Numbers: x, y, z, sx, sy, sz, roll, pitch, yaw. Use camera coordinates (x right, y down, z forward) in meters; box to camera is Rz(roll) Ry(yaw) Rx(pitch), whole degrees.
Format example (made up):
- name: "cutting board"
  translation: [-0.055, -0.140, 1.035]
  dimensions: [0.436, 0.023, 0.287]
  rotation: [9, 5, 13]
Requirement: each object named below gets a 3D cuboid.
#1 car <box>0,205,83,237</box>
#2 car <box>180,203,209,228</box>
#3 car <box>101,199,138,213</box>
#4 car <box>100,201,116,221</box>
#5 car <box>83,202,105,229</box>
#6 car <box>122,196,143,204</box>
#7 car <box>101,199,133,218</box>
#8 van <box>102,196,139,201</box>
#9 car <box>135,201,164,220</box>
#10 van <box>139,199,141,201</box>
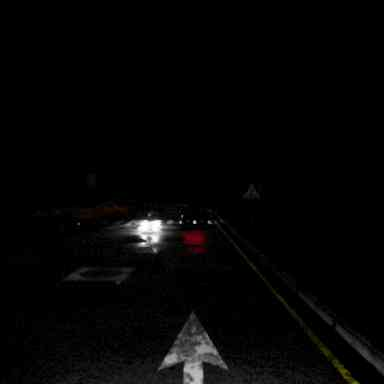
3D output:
- name: "car"
  translation: [-9.100, 1.706, 19.360]
  dimensions: [4.892, 1.521, 2.231]
  rotation: [-1, -1, -20]
- name: "car"
  translation: [0.193, 1.786, 24.594]
  dimensions: [1.837, 1.490, 4.892]
  rotation: [0, 0, 0]
- name: "car"
  translation: [-9.072, 1.875, 37.379]
  dimensions: [5.008, 1.535, 2.097]
  rotation: [-1, 0, -20]
- name: "car"
  translation: [-8.897, 1.770, 25.425]
  dimensions: [5.366, 1.575, 1.946]
  rotation: [-1, -1, -20]
- name: "car"
  translation: [-8.906, 1.735, 22.423]
  dimensions: [5.366, 1.575, 1.946]
  rotation: [-1, -1, -20]
- name: "car"
  translation: [-13.008, 1.709, 72.195]
  dimensions: [4.902, 1.511, 2.128]
  rotation: [1, 0, 45]
- name: "car"
  translation: [-9.230, 1.871, 34.311]
  dimensions: [5.366, 1.575, 1.946]
  rotation: [-1, 0, -20]
- name: "van"
  translation: [-9.188, 1.647, 40.326]
  dimensions: [4.442, 1.987, 1.878]
  rotation: [-1, 0, -20]
- name: "car"
  translation: [-3.836, 1.864, 32.600]
  dimensions: [2.128, 1.511, 4.902]
  rotation: [0, -1, 0]
- name: "van"
  translation: [-9.199, 1.642, 43.327]
  dimensions: [4.442, 1.987, 1.878]
  rotation: [-1, 0, -20]
